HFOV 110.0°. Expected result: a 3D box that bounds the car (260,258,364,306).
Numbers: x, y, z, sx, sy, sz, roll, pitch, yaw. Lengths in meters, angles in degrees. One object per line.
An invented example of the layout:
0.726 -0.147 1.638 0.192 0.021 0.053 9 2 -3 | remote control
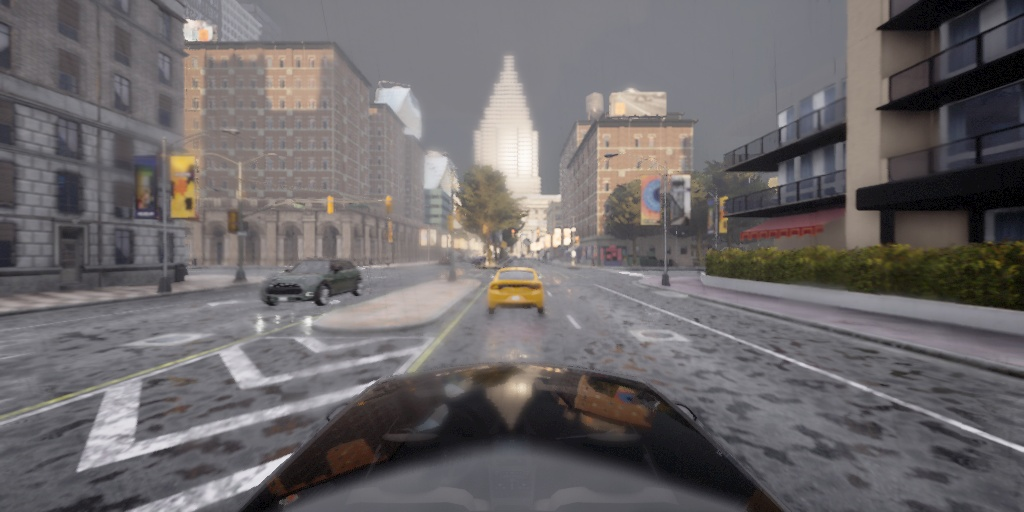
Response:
-7.890 0.881 14.627 2.097 1.767 4.553 0 0 1 | car

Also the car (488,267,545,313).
0.172 1.159 13.670 1.882 1.535 5.008 0 0 1 | car
